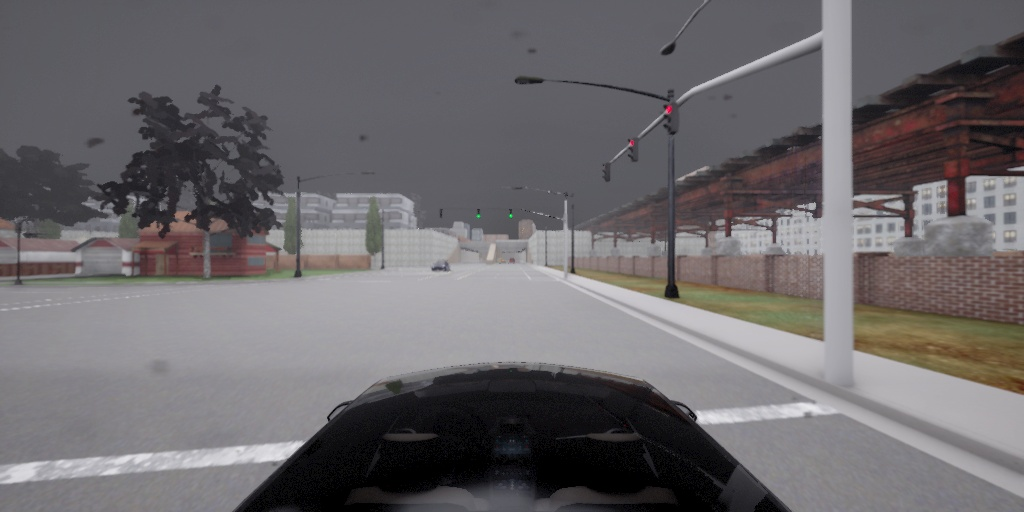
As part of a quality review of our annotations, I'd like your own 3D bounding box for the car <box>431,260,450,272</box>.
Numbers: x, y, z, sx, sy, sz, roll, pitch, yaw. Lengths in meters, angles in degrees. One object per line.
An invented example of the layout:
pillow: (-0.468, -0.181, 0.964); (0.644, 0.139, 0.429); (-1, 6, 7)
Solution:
car: (-10.489, 1.446, 52.930); (2.097, 1.767, 4.553); (0, 0, 0)
